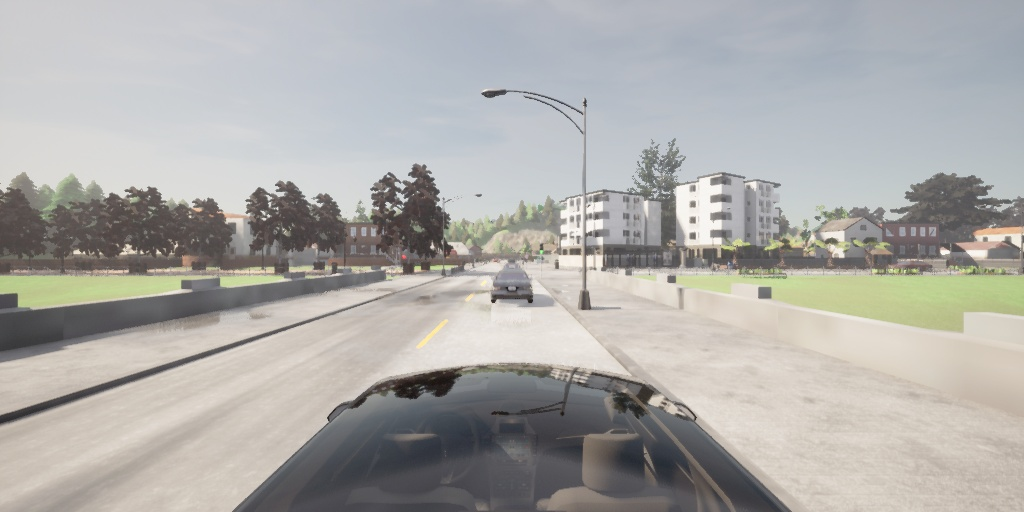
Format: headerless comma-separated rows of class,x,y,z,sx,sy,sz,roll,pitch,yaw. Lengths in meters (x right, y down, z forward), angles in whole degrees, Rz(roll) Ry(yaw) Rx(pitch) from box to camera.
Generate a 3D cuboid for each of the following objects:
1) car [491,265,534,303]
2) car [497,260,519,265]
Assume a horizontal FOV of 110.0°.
car,0.000,1.311,16.500,2.033,1.411,5.357,0,0,0
car,0.000,1.311,31.500,2.033,1.411,5.357,0,0,0
